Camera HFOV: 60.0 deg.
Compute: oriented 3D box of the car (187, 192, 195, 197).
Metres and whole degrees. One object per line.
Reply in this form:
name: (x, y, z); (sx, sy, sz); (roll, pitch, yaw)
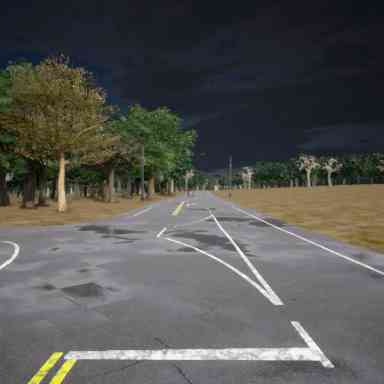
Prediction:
car: (-0.279, 0.631, 87.911); (1.812, 1.442, 4.674); (0, 1, 6)
